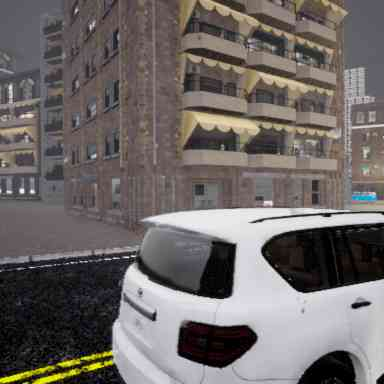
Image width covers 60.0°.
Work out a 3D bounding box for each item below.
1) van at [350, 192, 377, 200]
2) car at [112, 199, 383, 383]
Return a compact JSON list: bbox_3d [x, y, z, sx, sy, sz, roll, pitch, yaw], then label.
[{"bbox_3d":[29.337,0.888,56.790,3.998,1.788,1.690,1,0,25],"label":"van"},{"bbox_3d":[1.801,1.220,4.321,5.566,2.045,2.150,0,0,-32],"label":"car"}]
